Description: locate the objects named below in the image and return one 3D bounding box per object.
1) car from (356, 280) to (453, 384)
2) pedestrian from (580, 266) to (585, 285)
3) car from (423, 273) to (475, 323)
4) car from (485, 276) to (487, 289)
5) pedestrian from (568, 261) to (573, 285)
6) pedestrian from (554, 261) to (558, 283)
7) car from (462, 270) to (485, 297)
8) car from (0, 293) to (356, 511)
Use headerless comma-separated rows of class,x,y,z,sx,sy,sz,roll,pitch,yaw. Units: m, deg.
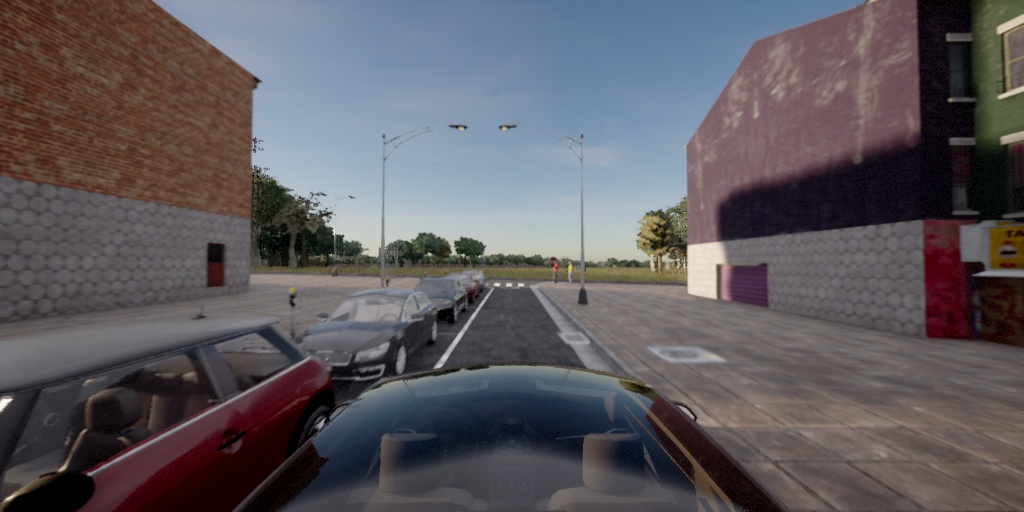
car,-2.636,1.376,7.240,2.007,1.370,4.403,0,0,0
pedestrian,5.514,1.331,28.214,0.375,1.860,0.375,1,-1,0
car,-2.635,1.470,12.779,1.948,1.339,4.313,0,0,0
car,-2.633,1.612,23.860,2.007,1.370,4.403,0,0,0
pedestrian,4.514,1.278,27.615,0.375,1.860,0.375,1,-1,0
pedestrian,3.514,1.269,28.816,0.375,1.860,0.375,1,-1,0
car,-2.634,1.528,18.319,1.888,1.381,4.507,0,0,0
car,-2.637,1.190,1.701,1.967,1.591,4.097,0,0,0
